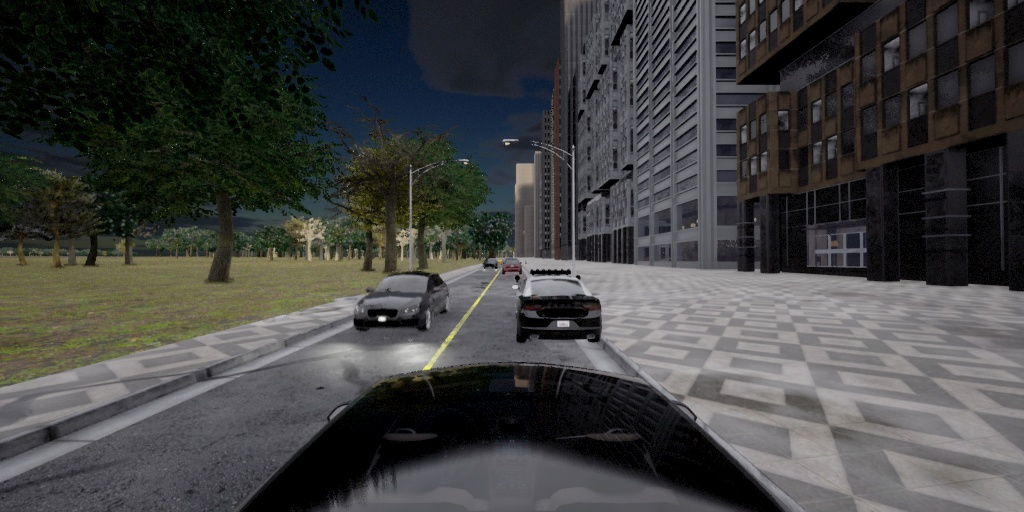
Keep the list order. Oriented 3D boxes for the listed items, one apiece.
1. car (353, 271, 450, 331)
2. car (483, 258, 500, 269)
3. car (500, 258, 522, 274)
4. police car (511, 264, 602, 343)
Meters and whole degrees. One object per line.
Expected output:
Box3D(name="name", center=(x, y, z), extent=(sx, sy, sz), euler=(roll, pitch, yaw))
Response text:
Box3D(name="car", center=(-3.114, 1.254, 11.001), extent=(1.837, 1.490, 4.892), euler=(0, 0, 0))
Box3D(name="car", center=(-3.175, 1.039, 53.218), extent=(2.097, 1.767, 4.553), euler=(0, 0, 0))
Box3D(name="car", center=(0.018, 1.063, 39.647), extent=(2.097, 1.767, 4.553), euler=(0, 0, 0))
Box3D(name="police car", center=(1.038, 1.174, 9.859), extent=(1.930, 1.638, 5.238), euler=(0, 0, 0))
